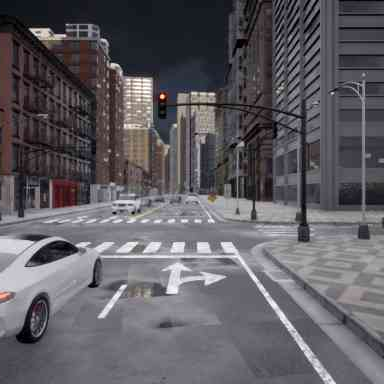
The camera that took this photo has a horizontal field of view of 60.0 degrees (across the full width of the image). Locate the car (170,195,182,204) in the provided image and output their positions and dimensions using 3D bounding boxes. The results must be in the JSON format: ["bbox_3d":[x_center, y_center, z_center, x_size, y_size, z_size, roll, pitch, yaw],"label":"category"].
[{"bbox_3d":[-3.144,1.516,63.119,2.033,1.411,5.357,0,0,0],"label":"car"}]

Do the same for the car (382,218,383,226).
[{"bbox_3d":[13.037,1.516,18.051,4.892,1.490,1.837,0,0,1],"label":"car"}]

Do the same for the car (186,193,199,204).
[{"bbox_3d":[0.051,1.190,62.339,2.150,2.045,5.566,0,0,0],"label":"car"}]

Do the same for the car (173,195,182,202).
[{"bbox_3d":[-3.236,1.461,73.716,1.837,1.490,4.892,0,0,0],"label":"car"}]

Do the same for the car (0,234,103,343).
[{"bbox_3d":[-3.152,1.526,6.317,1.812,1.442,4.674,0,0,2],"label":"car"}]

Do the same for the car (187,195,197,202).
[{"bbox_3d":[0.005,1.385,72.843,2.033,1.411,5.357,0,0,0],"label":"car"}]

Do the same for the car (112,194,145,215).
[{"bbox_3d":[-6.602,1.217,34.063,2.150,2.045,5.566,0,0,0],"label":"car"}]

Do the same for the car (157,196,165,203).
[{"bbox_3d":[-6.499,1.512,67.521,2.033,1.411,5.357,0,0,0],"label":"car"}]

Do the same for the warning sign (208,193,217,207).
[{"bbox_3d":[2.851,1.099,46.330,1.300,1.860,1.060,0,0,0],"label":"warning sign"}]

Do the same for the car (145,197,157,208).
[{"bbox_3d":[-6.595,1.476,46.143,2.128,1.511,4.902,0,0,0],"label":"car"}]
